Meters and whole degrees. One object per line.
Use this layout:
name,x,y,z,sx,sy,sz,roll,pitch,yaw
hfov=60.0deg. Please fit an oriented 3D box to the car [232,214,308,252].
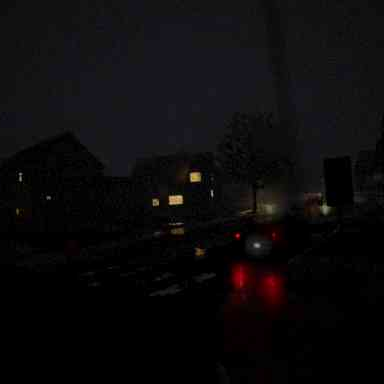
car,3.321,1.528,13.405,1.895,1.301,4.718,-5,-2,30

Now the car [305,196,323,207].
car,16.770,1.265,45.764,2.128,1.511,4.902,-4,-1,15
